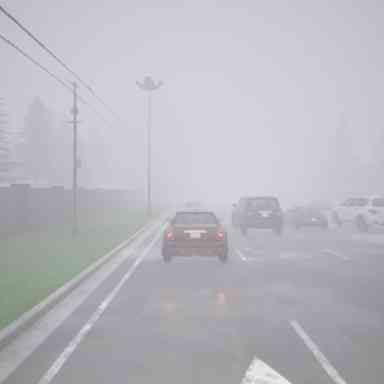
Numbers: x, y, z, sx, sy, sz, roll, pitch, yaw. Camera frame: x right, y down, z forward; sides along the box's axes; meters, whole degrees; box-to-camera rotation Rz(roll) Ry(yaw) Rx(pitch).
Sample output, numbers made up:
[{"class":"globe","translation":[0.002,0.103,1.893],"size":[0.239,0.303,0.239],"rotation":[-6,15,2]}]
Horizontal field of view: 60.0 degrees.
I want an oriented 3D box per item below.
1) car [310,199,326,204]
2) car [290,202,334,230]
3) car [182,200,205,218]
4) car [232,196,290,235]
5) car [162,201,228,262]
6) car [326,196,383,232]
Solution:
[{"class":"car","translation":[14.109,1.517,36.930],"size":[2.128,1.511,4.902],"rotation":[0,0,0]},{"class":"car","translation":[7.105,1.579,21.449],"size":[1.994,1.385,4.181],"rotation":[0,0,0]},{"class":"car","translation":[0.108,1.569,31.594],"size":[2.033,1.411,5.357],"rotation":[0,0,0]},{"class":"car","translation":[3.605,1.235,19.066],"size":[2.150,2.045,5.566],"rotation":[0,0,0]},{"class":"car","translation":[0.104,1.361,12.359],"size":[2.097,1.767,4.553],"rotation":[0,0,0]},{"class":"car","translation":[10.605,1.235,20.356],"size":[2.150,2.045,5.566],"rotation":[0,0,0]}]
